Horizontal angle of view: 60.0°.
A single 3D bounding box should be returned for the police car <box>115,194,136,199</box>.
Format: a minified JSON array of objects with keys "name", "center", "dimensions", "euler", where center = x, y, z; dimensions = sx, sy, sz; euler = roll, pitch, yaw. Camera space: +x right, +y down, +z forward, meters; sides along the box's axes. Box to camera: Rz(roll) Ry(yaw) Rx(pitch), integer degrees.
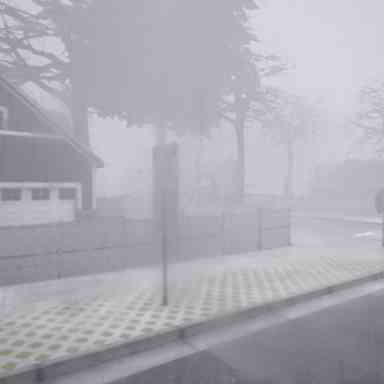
[{"name":"police car","center":[-8.320,1.059,42.046],"dimensions":[2.038,1.542,4.974],"euler":[-1,1,-35]}]
